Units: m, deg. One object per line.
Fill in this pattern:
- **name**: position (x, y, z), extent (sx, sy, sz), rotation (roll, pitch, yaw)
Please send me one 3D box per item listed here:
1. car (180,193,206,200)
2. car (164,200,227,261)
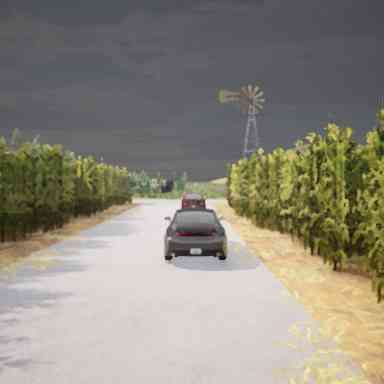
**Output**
- **car**: position (0.108, 0.800, 26.164), extent (1.882, 1.535, 5.008), rotation (0, 2, 0)
- **car**: position (0.103, 1.262, 11.279), extent (1.837, 1.490, 4.892), rotation (0, 2, 0)
